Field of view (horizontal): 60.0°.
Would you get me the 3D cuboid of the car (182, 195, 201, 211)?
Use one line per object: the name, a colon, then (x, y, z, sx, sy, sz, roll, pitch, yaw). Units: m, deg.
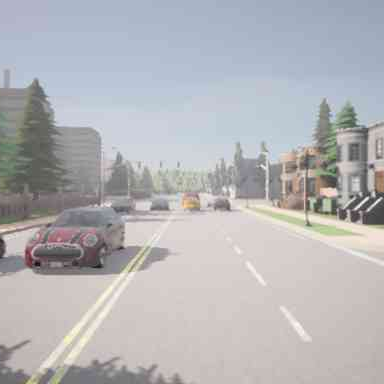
car: (-0.015, 1.401, 38.679, 1.882, 1.535, 5.008, 0, 0, 0)

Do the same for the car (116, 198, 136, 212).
car: (-7.082, 1.409, 34.592, 1.882, 1.535, 5.008, 0, 0, 0)

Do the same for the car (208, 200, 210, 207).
car: (3.608, 1.429, 48.334, 1.812, 1.442, 4.674, 0, 0, 19)

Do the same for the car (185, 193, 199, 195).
car: (-0.125, 1.126, 48.284, 2.150, 2.045, 5.566, 0, 0, -8)

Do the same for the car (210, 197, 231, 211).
car: (3.485, 1.427, 39.209, 1.837, 1.490, 4.892, 0, 0, 0)

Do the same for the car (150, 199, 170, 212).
car: (-3.563, 1.490, 37.790, 1.994, 1.385, 4.181, 0, 0, 1)

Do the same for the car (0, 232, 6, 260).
car: (-7.105, 1.545, 9.247, 1.994, 1.385, 4.181, 0, 0, 0)

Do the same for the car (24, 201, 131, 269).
car: (-3.605, 1.330, 11.071, 2.097, 1.767, 4.553, 0, 0, 0)
